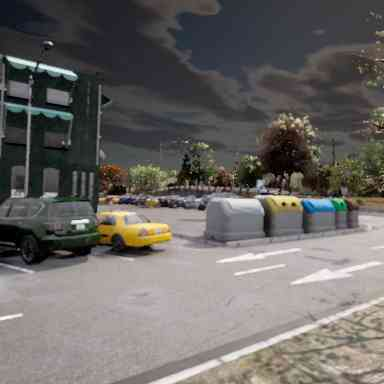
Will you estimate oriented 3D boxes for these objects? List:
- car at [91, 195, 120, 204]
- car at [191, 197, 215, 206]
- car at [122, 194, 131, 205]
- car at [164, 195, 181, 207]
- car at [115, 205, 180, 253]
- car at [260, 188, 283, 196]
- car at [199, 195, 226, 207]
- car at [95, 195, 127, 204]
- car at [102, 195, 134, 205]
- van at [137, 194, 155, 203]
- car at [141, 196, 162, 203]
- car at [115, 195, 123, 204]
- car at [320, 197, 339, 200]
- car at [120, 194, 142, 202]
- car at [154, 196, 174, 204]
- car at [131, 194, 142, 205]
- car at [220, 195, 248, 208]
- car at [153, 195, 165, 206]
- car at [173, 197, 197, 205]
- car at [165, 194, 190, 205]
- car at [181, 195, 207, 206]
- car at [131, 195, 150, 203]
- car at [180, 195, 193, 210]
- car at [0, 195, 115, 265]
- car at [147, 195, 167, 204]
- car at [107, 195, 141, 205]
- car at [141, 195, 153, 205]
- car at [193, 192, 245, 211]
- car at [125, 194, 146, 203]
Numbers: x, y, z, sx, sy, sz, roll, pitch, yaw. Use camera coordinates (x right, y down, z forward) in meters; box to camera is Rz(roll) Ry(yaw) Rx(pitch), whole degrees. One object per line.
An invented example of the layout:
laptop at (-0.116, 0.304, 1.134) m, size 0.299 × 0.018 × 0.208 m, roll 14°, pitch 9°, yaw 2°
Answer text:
car at (-15.633, 1.330, 60.381) m, size 2.163 × 1.488 × 4.792 m, roll 0°, pitch -1°, yaw 35°
car at (2.123, 1.931, 64.436) m, size 2.231 × 1.521 × 4.892 m, roll 1°, pitch -2°, yaw 35°
car at (-7.217, 1.324, 48.175) m, size 2.163 × 1.488 × 4.792 m, roll 1°, pitch -1°, yaw 35°
car at (-0.459, 1.292, 38.477) m, size 2.231 × 1.521 × 4.892 m, roll 0°, pitch -1°, yaw 35°
car at (-3.339, 1.478, 13.737) m, size 5.366 × 1.575 × 1.946 m, roll -1°, pitch -1°, yaw 35°
car at (13.993, 0.010, 59.600) m, size 2.097 × 1.767 × 4.553 m, roll 3°, pitch 2°, yaw -34°
car at (3.892, 1.680, 61.986) m, size 2.435 × 2.045 × 5.566 m, roll 1°, pitch -2°, yaw 35°
car at (-14.054, 1.292, 57.769) m, size 1.946 × 1.575 × 5.366 m, roll 1°, pitch -1°, yaw 35°
car at (-12.269, 1.298, 55.497) m, size 2.097 × 1.535 × 5.008 m, roll 1°, pitch -1°, yaw 35°
van at (-11.578, 1.717, 84.400) m, size 1.878 × 1.987 × 4.442 m, roll 1°, pitch -2°, yaw 35°
car at (-9.921, 1.938, 81.816) m, size 2.231 × 1.521 × 4.892 m, roll 2°, pitch -2°, yaw 35°
car at (-8.885, 1.296, 50.628) m, size 2.097 × 1.535 × 5.008 m, roll 0°, pitch -1°, yaw 35°
car at (17.672, 1.672, 42.130) m, size 2.435 × 2.045 × 5.566 m, roll 1°, pitch -2°, yaw 35°
car at (-16.806, 1.688, 91.777) m, size 2.435 × 2.045 × 5.566 m, roll 1°, pitch -2°, yaw 35°
car at (-6.495, 1.809, 76.830) m, size 2.185 × 1.767 × 4.553 m, roll 1°, pitch -2°, yaw 35°
car at (-5.515, 1.296, 45.766) m, size 2.231 × 1.521 × 4.892 m, roll 0°, pitch -1°, yaw 35°
car at (7.307, 1.676, 56.972) m, size 2.435 × 2.045 × 5.566 m, roll 2°, pitch -2°, yaw 35°
car at (-2.160, 1.166, 40.888) m, size 2.185 × 1.767 × 4.553 m, roll 0°, pitch -1°, yaw 35°
car at (-1.413, 1.921, 69.248) m, size 1.946 × 1.575 × 5.366 m, roll 2°, pitch -2°, yaw 35°
car at (-3.007, 1.684, 71.916) m, size 2.435 × 2.045 × 5.566 m, roll 1°, pitch -2°, yaw 35°
car at (0.403, 1.679, 66.902) m, size 2.435 × 2.045 × 5.566 m, roll 2°, pitch -2°, yaw 35°
car at (-13.345, 1.814, 86.804) m, size 2.185 × 1.767 × 4.553 m, roll 2°, pitch -2°, yaw 35°
car at (1.232, 1.330, 36.050) m, size 2.002 × 1.452 × 4.674 m, roll 1°, pitch -1°, yaw 35°
car at (-5.679, 1.221, 11.897) m, size 5.566 × 2.045 × 2.435 m, roll -1°, pitch -1°, yaw 35°
car at (-8.230, 1.809, 79.313) m, size 2.185 × 1.767 × 4.553 m, roll 1°, pitch -2°, yaw 35°
car at (-10.679, 1.290, 52.908) m, size 1.946 × 1.575 × 5.366 m, roll 1°, pitch -1°, yaw 35°
car at (-3.730, 1.294, 43.496) m, size 1.946 × 1.575 × 5.366 m, roll 0°, pitch -1°, yaw 35°
car at (2.916, 1.038, 33.597) m, size 2.435 × 2.045 × 5.566 m, roll 1°, pitch -1°, yaw 35°
car at (-15.094, 1.685, 89.240) m, size 2.435 × 2.045 × 5.566 m, roll 2°, pitch -2°, yaw 35°
